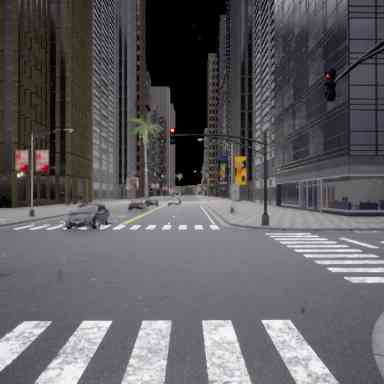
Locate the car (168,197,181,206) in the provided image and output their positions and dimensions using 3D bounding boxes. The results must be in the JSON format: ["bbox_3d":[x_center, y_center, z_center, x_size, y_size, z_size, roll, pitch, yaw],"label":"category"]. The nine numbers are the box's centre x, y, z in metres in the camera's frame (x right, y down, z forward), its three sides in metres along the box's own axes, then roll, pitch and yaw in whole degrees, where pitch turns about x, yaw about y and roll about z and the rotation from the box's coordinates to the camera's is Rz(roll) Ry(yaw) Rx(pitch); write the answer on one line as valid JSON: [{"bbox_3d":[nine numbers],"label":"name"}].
[{"bbox_3d":[-3.266,1.779,59.928,1.895,1.301,4.718,0,0,0],"label":"car"}]

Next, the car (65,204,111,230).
[{"bbox_3d":[-6.640,1.548,21.643,1.837,1.490,4.892,0,0,0],"label":"car"}]

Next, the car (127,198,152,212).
[{"bbox_3d":[-6.671,1.648,41.346,2.033,1.411,5.357,0,0,0],"label":"car"}]

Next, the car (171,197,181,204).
[{"bbox_3d":[-3.284,1.786,69.824,1.994,1.385,4.181,0,0,0],"label":"car"}]

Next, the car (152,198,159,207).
[{"bbox_3d":[-6.671,1.723,55.537,1.994,1.385,4.181,0,0,1],"label":"car"}]
